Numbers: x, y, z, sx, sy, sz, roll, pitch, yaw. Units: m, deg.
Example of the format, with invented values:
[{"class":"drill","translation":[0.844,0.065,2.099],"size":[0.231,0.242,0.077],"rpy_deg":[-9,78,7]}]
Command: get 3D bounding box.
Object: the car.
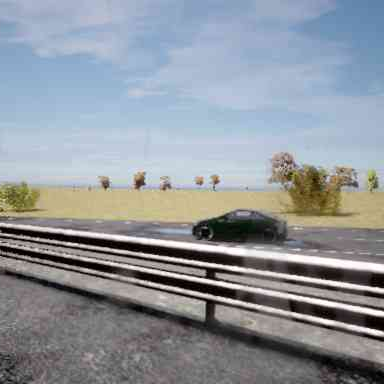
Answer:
[{"class":"car","translation":[2.106,1.432,14.724],"size":[4.181,1.385,1.994],"rpy_deg":[0,0,21]}]
